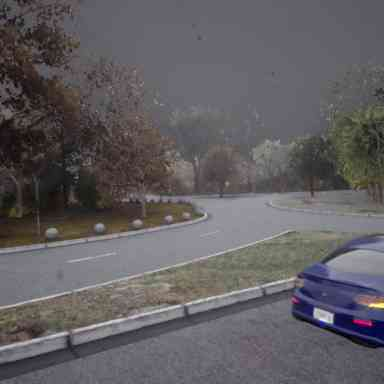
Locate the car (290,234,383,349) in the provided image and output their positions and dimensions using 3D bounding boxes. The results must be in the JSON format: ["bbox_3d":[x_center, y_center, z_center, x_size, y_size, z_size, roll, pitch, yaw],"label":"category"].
[{"bbox_3d":[3.693,1.470,5.759,4.674,1.442,1.812,-1,1,-33],"label":"car"}]
